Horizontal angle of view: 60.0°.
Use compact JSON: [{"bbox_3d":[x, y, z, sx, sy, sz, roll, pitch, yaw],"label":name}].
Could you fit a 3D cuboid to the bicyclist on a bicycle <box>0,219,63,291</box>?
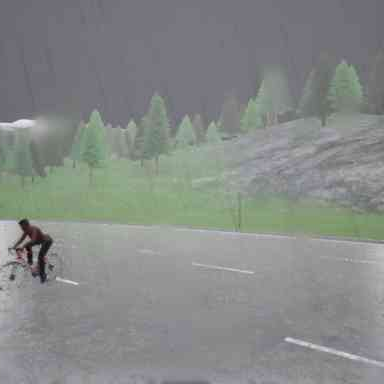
[{"bbox_3d":[-3.853,1.455,7.995,0.582,1.620,1.656,0,2,35],"label":"bicyclist on a bicycle"}]
